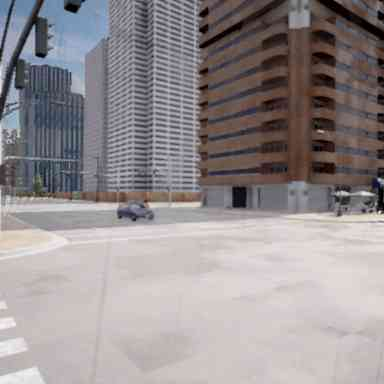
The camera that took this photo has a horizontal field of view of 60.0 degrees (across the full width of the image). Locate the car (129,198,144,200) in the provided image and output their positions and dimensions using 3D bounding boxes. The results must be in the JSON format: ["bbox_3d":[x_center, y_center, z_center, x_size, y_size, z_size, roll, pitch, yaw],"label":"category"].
[{"bbox_3d":[-6.417,1.547,37.226,2.097,1.767,4.553,1,0,-35],"label":"car"}]

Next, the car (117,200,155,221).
[{"bbox_3d":[-4.949,1.689,28.839,1.812,1.442,4.674,1,0,-35],"label":"car"}]
